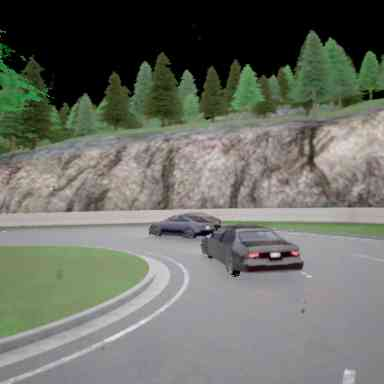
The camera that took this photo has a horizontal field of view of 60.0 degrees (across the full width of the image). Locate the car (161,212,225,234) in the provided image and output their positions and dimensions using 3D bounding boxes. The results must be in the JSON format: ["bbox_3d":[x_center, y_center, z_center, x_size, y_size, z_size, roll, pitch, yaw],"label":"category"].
[{"bbox_3d":[0.069,2.158,23.953,4.181,1.385,1.994,-2,-2,32],"label":"car"}]

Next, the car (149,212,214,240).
[{"bbox_3d":[-0.673,2.086,20.452,4.181,1.385,1.994,-2,-2,38],"label":"car"}]

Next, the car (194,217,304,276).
[{"bbox_3d":[1.734,1.803,11.358,2.033,1.411,5.357,-1,-1,-11],"label":"car"}]
